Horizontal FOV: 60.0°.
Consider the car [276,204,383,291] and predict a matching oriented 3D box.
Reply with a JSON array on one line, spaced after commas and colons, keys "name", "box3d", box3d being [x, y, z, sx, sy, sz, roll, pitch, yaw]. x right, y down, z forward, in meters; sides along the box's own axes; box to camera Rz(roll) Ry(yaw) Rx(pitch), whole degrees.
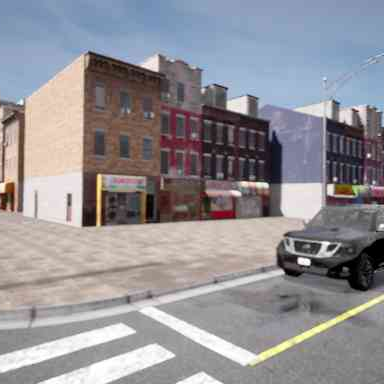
[{"name": "car", "box3d": [4.826, 1.394, 9.906, 5.566, 2.045, 2.150, 1, -1, -41]}]
